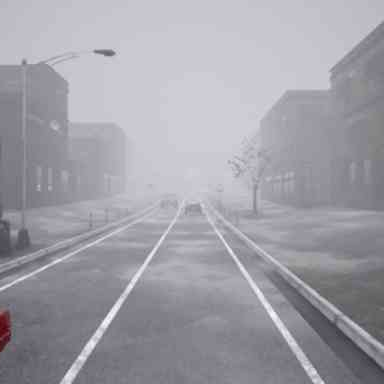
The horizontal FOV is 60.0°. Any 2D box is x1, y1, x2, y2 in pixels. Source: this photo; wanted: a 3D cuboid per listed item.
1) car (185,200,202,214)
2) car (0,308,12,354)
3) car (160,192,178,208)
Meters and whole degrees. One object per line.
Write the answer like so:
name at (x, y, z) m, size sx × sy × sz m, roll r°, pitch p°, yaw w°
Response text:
car at (0.128, 1.576, 36.969) m, size 1.812 × 1.442 × 4.674 m, roll 0°, pitch 1°, yaw 0°
car at (-3.098, 1.607, 1.770) m, size 1.895 × 1.301 × 4.718 m, roll 0°, pitch 0°, yaw 0°
car at (-3.041, 1.065, 45.577) m, size 2.150 × 2.045 × 5.566 m, roll 0°, pitch 1°, yaw 0°
